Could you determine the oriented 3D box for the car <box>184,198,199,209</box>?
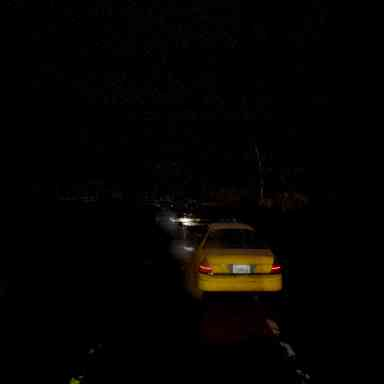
[{"bbox_3d":[-0.073,1.554,46.331,1.994,1.385,4.181,0,0,1],"label":"car"}]

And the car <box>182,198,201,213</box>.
[{"bbox_3d":[-0.002,1.517,37.440,1.812,1.442,4.674,0,0,0],"label":"car"}]

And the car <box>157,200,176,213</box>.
[{"bbox_3d":[-2.829,1.592,37.318,1.895,1.301,4.718,0,0,0],"label":"car"}]

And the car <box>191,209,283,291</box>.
[{"bbox_3d":[0.944,1.453,8.944,1.801,1.575,5.366,0,0,0],"label":"car"}]
